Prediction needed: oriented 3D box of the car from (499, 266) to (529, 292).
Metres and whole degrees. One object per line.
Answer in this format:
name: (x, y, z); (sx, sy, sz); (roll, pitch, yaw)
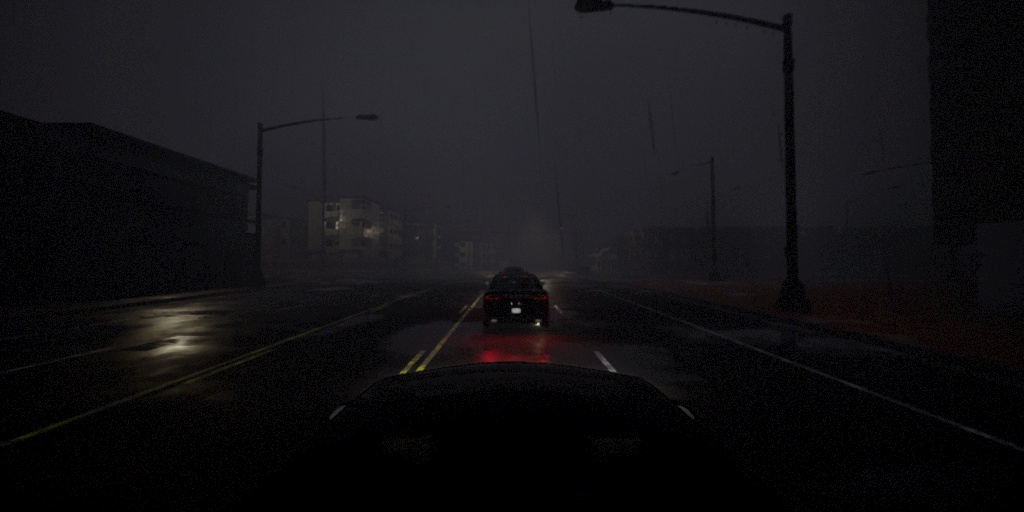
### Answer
car: (0.119, 1.407, 23.462); (1.812, 1.442, 4.674); (0, -1, 0)

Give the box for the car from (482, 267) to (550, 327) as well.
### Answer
car: (0.114, 1.257, 11.747); (1.882, 1.535, 5.008); (0, 0, 0)
